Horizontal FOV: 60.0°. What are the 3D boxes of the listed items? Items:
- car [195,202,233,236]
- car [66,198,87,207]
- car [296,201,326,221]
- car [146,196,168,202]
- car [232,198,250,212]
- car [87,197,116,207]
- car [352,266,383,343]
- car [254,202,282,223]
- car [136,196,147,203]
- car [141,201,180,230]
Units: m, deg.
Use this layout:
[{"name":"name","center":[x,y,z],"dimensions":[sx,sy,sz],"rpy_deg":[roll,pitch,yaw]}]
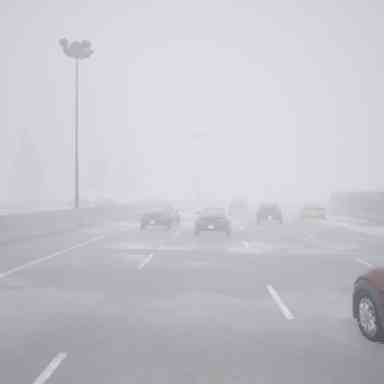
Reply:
[{"name":"car","center":[1.232,1.537,18.543],"dimensions":[1.812,1.442,4.674],"rpy_deg":[0,0,7]},{"name":"car","center":[-16.998,1.551,50.048],"dimensions":[1.994,1.385,4.181],"rpy_deg":[0,0,18]},{"name":"car","center":[9.916,1.512,28.032],"dimensions":[1.882,1.535,5.008],"rpy_deg":[0,0,12]},{"name":"car","center":[-4.946,1.615,52.974],"dimensions":[1.895,1.301,4.718],"rpy_deg":[0,0,20]},{"name":"car","center":[5.812,1.536,40.298],"dimensions":[1.837,1.490,4.892],"rpy_deg":[0,0,16]},{"name":"car","center":[-13.244,1.520,50.277],"dimensions":[1.812,1.442,4.674],"rpy_deg":[0,0,19]},{"name":"car","center":[3.651,1.362,3.606],"dimensions":[2.097,1.767,4.553],"rpy_deg":[0,0,1]},{"name":"car","center":[5.888,1.529,25.681],"dimensions":[1.837,1.490,4.892],"rpy_deg":[0,0,10]},{"name":"car","center":[-7.555,1.514,55.916],"dimensions":[1.837,1.490,4.892],"rpy_deg":[0,0,21]},{"name":"car","center":[-1.943,1.532,21.197],"dimensions":[1.812,1.442,4.674],"rpy_deg":[0,0,8]}]
